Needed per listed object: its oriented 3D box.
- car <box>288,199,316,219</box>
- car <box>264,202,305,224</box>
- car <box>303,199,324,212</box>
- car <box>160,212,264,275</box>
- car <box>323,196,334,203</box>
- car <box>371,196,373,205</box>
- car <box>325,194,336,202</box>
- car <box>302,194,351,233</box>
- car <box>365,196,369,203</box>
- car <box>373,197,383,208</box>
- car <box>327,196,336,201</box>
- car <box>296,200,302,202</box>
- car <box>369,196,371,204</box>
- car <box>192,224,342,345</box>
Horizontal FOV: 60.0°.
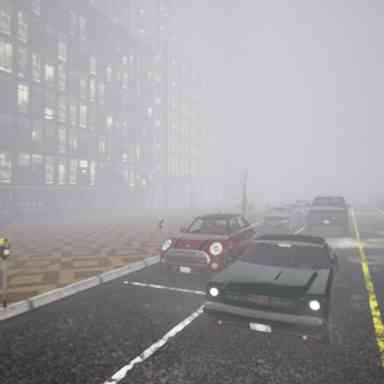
[{"bbox_3d":[10.046,1.445,30.208,1.967,1.590,4.097,0,0,25],"label":"car"},{"bbox_3d":[5.358,1.552,20.205,2.008,1.369,4.403,0,0,25],"label":"car"},{"bbox_3d":[14.734,1.575,40.209,1.947,1.339,4.313,0,0,25],"label":"car"},{"bbox_3d":[0.670,1.439,10.205,1.967,1.590,4.097,0,0,25],"label":"car"},{"bbox_3d":[28.798,1.609,70.214,1.947,1.339,4.313,0,0,25],"label":"car"},{"bbox_3d":[29.426,1.546,51.807,1.752,1.417,4.829,0,0,25],"label":"car"},{"bbox_3d":[33.484,1.374,80.216,2.192,1.841,5.009,0,0,25],"label":"car"},{"bbox_3d":[8.298,1.221,20.126,2.150,2.045,5.566,0,0,25],"label":"car"},{"bbox_3d":[36.385,1.586,66.657,1.887,1.381,4.507,0,0,25],"label":"car"},{"bbox_3d":[27.010,1.581,46.653,1.947,1.339,4.313,0,0,25],"label":"car"},{"bbox_3d":[35.829,1.634,85.216,1.947,1.339,4.313,0,0,25],"label":"car"},{"bbox_3d":[7.702,1.554,25.206,2.008,1.369,4.403,0,0,25],"label":"car"},{"bbox_3d":[31.769,1.553,56.809,1.752,1.417,4.829,0,0,25],"label":"car"},{"bbox_3d":[1.891,1.600,6.691,1.895,1.301,4.718,0,0,25],"label":"car"}]
